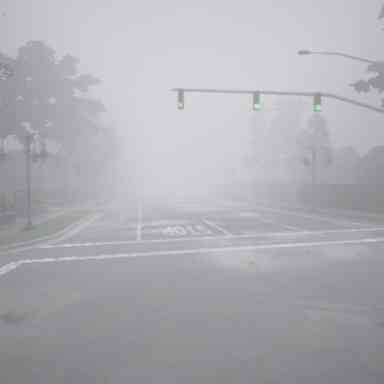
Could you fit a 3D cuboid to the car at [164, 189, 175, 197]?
[{"bbox_3d":[-4.481,0.144,66.964,1.812,1.442,4.674,-1,1,-9],"label":"car"}]
